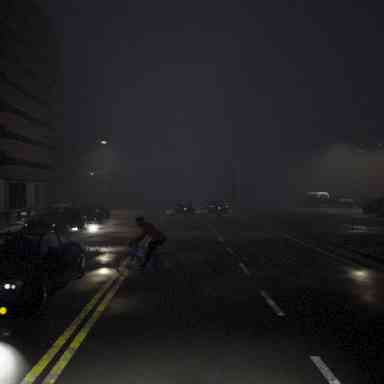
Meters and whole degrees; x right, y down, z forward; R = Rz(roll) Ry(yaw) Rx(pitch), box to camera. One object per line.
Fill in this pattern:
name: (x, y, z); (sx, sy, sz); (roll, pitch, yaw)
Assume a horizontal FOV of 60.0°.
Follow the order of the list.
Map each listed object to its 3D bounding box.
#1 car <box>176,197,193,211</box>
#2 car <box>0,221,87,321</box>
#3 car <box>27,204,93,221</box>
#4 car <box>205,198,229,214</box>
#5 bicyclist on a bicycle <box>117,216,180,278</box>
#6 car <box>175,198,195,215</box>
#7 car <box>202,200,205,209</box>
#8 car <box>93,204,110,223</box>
car: (-0.950, 1.492, 42.490); (2.128, 1.511, 4.902); (0, 0, -1)
car: (-3.750, 1.564, 7.223); (1.994, 1.385, 4.181); (0, 0, -1)
car: (-7.547, 1.548, 18.917); (2.033, 1.411, 5.357); (0, 0, -1)
car: (2.699, 1.564, 34.994); (1.994, 1.385, 4.181); (0, 0, -1)
bicyclist on a bicycle: (-1.162, 1.455, 8.687); (1.656, 1.620, 0.582); (-2, 0, -1)
car: (-0.718, 1.564, 33.594); (1.994, 1.385, 4.181); (0, 0, -2)
car: (2.413, 1.547, 44.227); (2.033, 1.411, 5.357); (0, 0, -1)
car: (-7.621, 1.593, 25.528); (1.994, 1.385, 4.181); (0, 0, -1)
